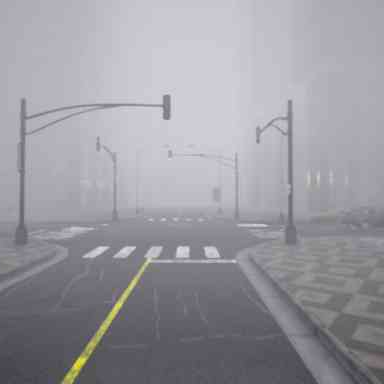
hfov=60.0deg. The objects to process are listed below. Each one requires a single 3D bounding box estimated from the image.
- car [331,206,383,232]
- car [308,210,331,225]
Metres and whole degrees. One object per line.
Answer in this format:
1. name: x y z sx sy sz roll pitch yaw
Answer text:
1. car: 11.564 1.608 20.334 4.902 1.511 2.128 0 -2 0
2. car: 11.656 1.793 26.098 4.829 1.417 1.752 0 -1 0
